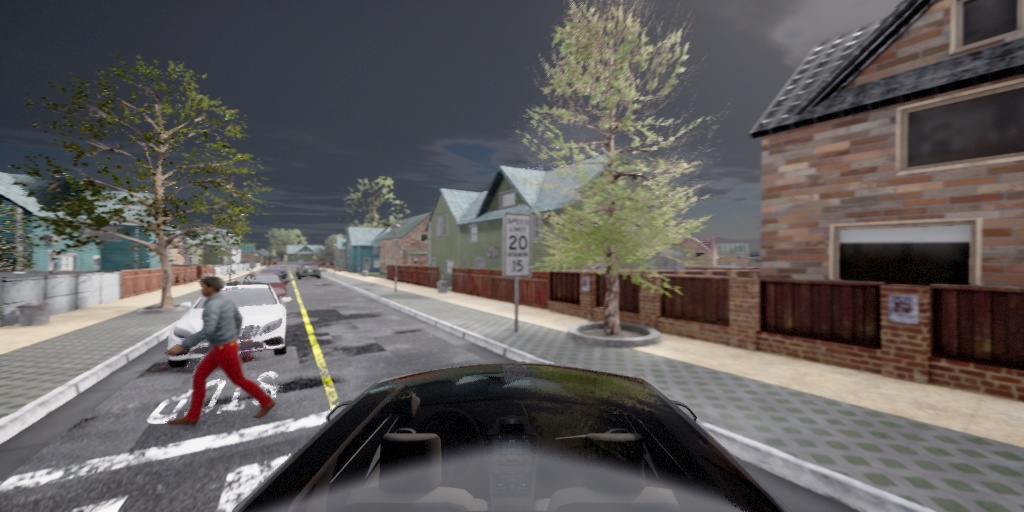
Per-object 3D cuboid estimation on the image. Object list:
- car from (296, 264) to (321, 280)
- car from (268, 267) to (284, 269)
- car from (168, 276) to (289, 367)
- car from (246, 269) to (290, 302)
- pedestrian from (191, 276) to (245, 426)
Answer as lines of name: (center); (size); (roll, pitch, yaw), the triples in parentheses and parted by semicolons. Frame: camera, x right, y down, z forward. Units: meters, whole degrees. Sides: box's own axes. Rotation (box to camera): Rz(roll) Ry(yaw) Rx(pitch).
car: (-21.990, 1.602, 38.811); (2.097, 1.767, 4.553); (0, -1, -32)
car: (-16.392, 1.638, 24.389); (1.994, 1.385, 4.181); (0, -1, -32)
car: (-6.408, 1.382, 8.498); (1.812, 1.442, 4.674); (0, -1, -32)
car: (-11.279, 1.488, 16.264); (1.812, 1.442, 4.674); (0, -1, -32)
pedestrian: (-3.508, 1.091, 4.289); (0.375, 1.860, 0.375); (-2, 2, -32)
